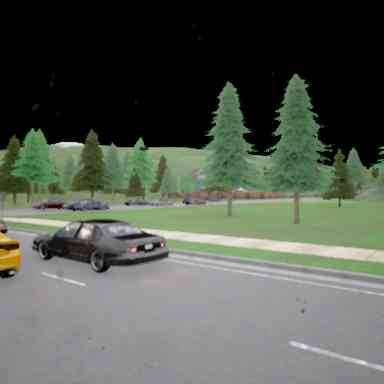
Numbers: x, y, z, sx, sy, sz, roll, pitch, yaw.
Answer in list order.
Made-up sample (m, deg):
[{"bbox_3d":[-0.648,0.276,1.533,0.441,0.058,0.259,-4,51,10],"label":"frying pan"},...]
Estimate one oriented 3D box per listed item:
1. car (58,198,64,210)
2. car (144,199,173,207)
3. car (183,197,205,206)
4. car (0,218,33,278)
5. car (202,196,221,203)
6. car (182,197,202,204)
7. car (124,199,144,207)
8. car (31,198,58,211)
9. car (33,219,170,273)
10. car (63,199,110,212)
[{"bbox_3d":[-15.127,1.726,45.412,2.128,1.511,4.902,0,0,39],"label":"car"},{"bbox_3d":[-5.460,1.838,57.496,1.895,1.301,4.718,0,0,39],"label":"car"},{"bbox_3d":[0.451,1.781,59.274,1.994,1.385,4.181,0,0,39],"label":"car"},{"bbox_3d":[-6.605,1.540,9.159,5.008,1.535,1.882,0,0,38],"label":"car"},{"bbox_3d":[4.090,1.620,69.310,1.994,1.385,4.181,0,0,39],"label":"car"},{"bbox_3d":[0.043,1.756,69.851,1.994,1.385,4.181,0,0,39],"label":"car"},{"bbox_3d":[-9.775,1.821,57.699,1.994,1.385,4.181,0,0,39],"label":"car"},{"bbox_3d":[-19.515,1.606,45.526,2.097,1.767,4.553,0,0,39],"label":"car"},{"bbox_3d":[-3.188,1.602,10.927,5.357,1.411,2.033,0,0,38],"label":"car"},{"bbox_3d":[-13.064,1.762,42.388,2.033,1.411,5.357,0,0,39],"label":"car"}]
